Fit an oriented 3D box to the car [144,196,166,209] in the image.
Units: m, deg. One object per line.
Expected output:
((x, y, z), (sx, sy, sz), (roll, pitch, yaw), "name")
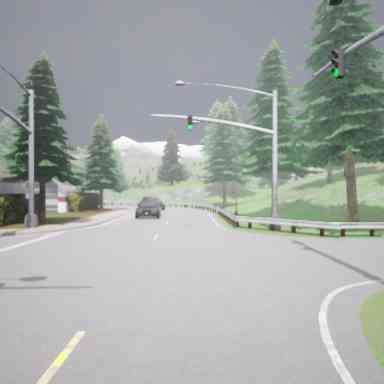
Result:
((-4.711, 1.312, 39.714), (2.097, 1.767, 4.553), (0, 0, -24), "car")

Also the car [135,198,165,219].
((-3.721, 1.533, 28.875), (1.994, 1.385, 4.181), (0, 0, -1), "car")
